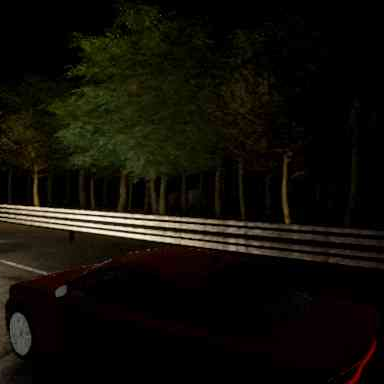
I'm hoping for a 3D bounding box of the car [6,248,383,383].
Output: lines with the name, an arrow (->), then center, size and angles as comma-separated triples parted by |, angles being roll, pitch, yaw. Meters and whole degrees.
car -> -0.418, 1.461, 4.179 | 5.008, 1.535, 1.882 | 1, 0, 36
